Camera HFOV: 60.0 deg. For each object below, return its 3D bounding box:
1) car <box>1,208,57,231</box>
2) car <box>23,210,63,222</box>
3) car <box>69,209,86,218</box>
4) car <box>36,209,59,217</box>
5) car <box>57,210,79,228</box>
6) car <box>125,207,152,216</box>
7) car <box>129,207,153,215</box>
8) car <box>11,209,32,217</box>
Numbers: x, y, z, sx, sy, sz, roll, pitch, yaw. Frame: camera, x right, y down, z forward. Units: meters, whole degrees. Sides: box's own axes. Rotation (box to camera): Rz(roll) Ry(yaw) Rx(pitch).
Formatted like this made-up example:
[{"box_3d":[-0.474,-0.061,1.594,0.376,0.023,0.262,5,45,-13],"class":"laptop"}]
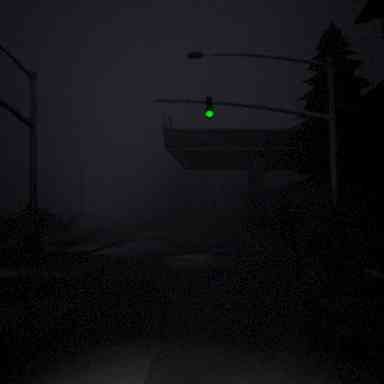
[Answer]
[{"box_3d":[-14.262,2.361,28.929,3.866,1.878,1.905,-1,-2,4],"class":"car"},{"box_3d":[-20.205,3.249,45.146,4.514,1.523,2.007,-1,-2,4],"class":"car"},{"box_3d":[-19.408,3.613,55.100,3.633,1.501,1.845,-1,-2,4],"class":"car"},{"box_3d":[-29.460,4.283,67.874,3.806,1.475,1.970,-1,-2,4],"class":"car"},{"box_3d":[-13.398,2.748,32.186,3.806,1.475,1.970,-1,-2,4],"class":"car"},{"box_3d":[-10.862,3.897,66.330,5.027,1.636,2.152,-1,-2,4],"class":"car"},{"box_3d":[-10.677,4.014,69.460,4.514,1.523,2.007,-1,-2,4],"class":"car"},{"box_3d":[-36.634,4.506,71.400,3.633,1.501,1.845,-1,-2,4],"class":"car"}]
